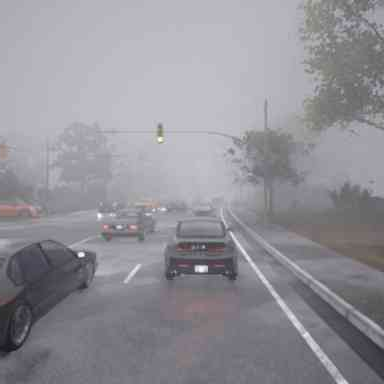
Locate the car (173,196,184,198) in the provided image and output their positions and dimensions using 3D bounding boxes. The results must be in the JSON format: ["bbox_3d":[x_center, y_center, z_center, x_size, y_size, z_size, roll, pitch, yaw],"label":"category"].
[{"bbox_3d":[-3.368,1.514,59.005,2.128,1.511,4.902,0,0,7],"label":"car"}]

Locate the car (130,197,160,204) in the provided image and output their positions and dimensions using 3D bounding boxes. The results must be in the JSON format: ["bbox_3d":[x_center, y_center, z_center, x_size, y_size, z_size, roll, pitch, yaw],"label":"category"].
[{"bbox_3d":[-5.415,1.492,39.191,1.882,1.535,5.008,0,0,5],"label":"car"}]

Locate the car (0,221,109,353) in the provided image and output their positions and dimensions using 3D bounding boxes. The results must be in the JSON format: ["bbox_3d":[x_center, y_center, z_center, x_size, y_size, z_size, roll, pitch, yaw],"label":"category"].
[{"bbox_3d":[-3.314,1.549,6.091,2.033,1.411,5.357,0,0,1],"label":"car"}]

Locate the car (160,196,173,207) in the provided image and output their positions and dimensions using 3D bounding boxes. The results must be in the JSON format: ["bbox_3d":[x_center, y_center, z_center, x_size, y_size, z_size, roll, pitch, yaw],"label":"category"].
[{"bbox_3d":[-4.508,1.582,49.085,1.994,1.385,4.181,0,0,6],"label":"car"}]

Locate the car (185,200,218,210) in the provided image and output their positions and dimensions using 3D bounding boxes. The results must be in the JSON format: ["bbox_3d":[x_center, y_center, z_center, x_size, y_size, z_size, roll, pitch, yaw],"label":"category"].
[{"bbox_3d":[0.739,1.534,23.031,1.812,1.442,4.674,0,0,3],"label":"car"}]

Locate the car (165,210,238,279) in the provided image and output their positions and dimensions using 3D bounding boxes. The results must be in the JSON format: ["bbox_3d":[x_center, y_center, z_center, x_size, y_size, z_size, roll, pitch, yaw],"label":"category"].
[{"bbox_3d":[0.267,1.509,10.051,1.837,1.490,4.892,0,0,1],"label":"car"}]

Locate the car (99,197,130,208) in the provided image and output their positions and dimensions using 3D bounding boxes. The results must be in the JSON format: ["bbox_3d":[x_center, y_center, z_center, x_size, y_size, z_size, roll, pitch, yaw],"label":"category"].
[{"bbox_3d":[-9.003,1.365,38.164,2.097,1.767,4.553,0,0,5],"label":"car"}]

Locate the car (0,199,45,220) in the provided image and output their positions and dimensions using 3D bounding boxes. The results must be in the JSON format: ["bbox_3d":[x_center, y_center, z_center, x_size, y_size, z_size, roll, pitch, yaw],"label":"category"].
[{"bbox_3d":[-14.830,1.359,27.831,4.553,1.767,2.097,0,0,1],"label":"car"}]

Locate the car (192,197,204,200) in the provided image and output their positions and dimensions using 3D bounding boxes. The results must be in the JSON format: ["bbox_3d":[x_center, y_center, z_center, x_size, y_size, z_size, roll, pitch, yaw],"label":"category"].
[{"bbox_3d":[1.237,1.627,66.190,1.895,1.301,4.718,0,0,8],"label":"car"}]

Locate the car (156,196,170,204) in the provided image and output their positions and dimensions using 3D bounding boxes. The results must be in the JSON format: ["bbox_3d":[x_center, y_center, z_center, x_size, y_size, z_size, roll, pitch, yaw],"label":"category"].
[{"bbox_3d":[-5.810,1.529,67.234,1.837,1.490,4.892,0,0,7],"label":"car"}]

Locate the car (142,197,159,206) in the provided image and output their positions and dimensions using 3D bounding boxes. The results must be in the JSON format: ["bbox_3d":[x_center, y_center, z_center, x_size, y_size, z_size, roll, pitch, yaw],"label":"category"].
[{"bbox_3d":[-7.137,1.546,57.011,1.812,1.442,4.674,0,0,7],"label":"car"}]

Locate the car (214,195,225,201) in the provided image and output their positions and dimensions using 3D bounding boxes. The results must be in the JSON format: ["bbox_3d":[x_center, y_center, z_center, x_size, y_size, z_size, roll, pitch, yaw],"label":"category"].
[{"bbox_3d":[6.648,1.426,79.391,2.128,1.511,4.902,0,0,10],"label":"car"}]

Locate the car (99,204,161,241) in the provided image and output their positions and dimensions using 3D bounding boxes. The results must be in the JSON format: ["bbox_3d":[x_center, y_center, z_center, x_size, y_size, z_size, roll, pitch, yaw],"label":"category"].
[{"bbox_3d":[-3.045,1.554,16.821,2.033,1.411,5.357,0,0,2],"label":"car"}]

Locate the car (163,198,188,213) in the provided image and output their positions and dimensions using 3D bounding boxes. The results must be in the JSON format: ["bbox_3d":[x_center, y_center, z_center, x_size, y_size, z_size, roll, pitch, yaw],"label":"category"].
[{"bbox_3d":[-1.600,1.615,36.917,1.895,1.301,4.718,0,0,4],"label":"car"}]

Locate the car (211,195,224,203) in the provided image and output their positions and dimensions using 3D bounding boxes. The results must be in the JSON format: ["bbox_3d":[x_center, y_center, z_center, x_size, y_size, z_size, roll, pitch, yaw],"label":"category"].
[{"bbox_3d":[5.077,1.548,69.249,1.812,1.442,4.674,0,0,9],"label":"car"}]

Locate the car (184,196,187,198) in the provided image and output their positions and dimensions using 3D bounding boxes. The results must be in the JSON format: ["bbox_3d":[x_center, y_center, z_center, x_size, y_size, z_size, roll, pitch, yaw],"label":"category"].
[{"bbox_3d":[-2.007,1.542,69.186,2.128,1.511,4.902,0,0,8],"label":"car"}]
